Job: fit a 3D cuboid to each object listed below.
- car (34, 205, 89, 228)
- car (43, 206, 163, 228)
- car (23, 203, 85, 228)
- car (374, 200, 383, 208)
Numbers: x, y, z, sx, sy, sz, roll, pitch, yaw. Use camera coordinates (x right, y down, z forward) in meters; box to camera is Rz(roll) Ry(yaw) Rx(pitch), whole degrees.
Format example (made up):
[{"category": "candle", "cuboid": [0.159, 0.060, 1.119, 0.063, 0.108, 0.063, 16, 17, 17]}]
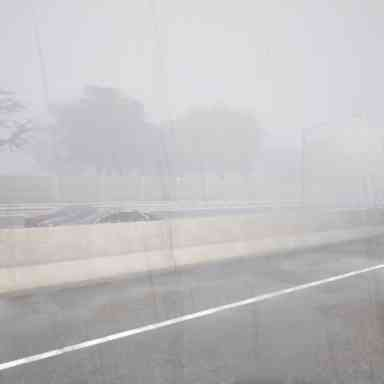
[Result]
[{"category": "car", "cuboid": [-5.569, 1.561, 17.204, 4.181, 1.385, 1.994, 0, 0, -35]}, {"category": "car", "cuboid": [-3.499, 1.502, 14.383, 4.892, 1.490, 1.837, 0, 0, -35]}, {"category": "car", "cuboid": [-7.440, 1.474, 20.169, 5.008, 1.535, 1.882, 0, 0, -35]}, {"category": "car", "cuboid": [26.222, 1.538, 43.855, 5.357, 1.411, 2.033, 0, 0, -35]}]
